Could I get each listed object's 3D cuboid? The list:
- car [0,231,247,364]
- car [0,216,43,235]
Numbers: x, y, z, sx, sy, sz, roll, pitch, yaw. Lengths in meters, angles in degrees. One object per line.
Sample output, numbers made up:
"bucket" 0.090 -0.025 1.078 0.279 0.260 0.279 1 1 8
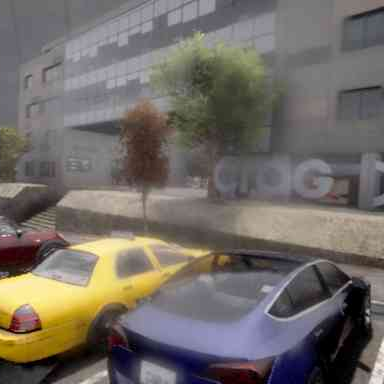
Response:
"car" -1.100 1.513 6.292 1.946 1.575 5.366 -1 0 35
"car" -5.778 1.436 9.359 2.185 1.767 4.553 -1 0 36
